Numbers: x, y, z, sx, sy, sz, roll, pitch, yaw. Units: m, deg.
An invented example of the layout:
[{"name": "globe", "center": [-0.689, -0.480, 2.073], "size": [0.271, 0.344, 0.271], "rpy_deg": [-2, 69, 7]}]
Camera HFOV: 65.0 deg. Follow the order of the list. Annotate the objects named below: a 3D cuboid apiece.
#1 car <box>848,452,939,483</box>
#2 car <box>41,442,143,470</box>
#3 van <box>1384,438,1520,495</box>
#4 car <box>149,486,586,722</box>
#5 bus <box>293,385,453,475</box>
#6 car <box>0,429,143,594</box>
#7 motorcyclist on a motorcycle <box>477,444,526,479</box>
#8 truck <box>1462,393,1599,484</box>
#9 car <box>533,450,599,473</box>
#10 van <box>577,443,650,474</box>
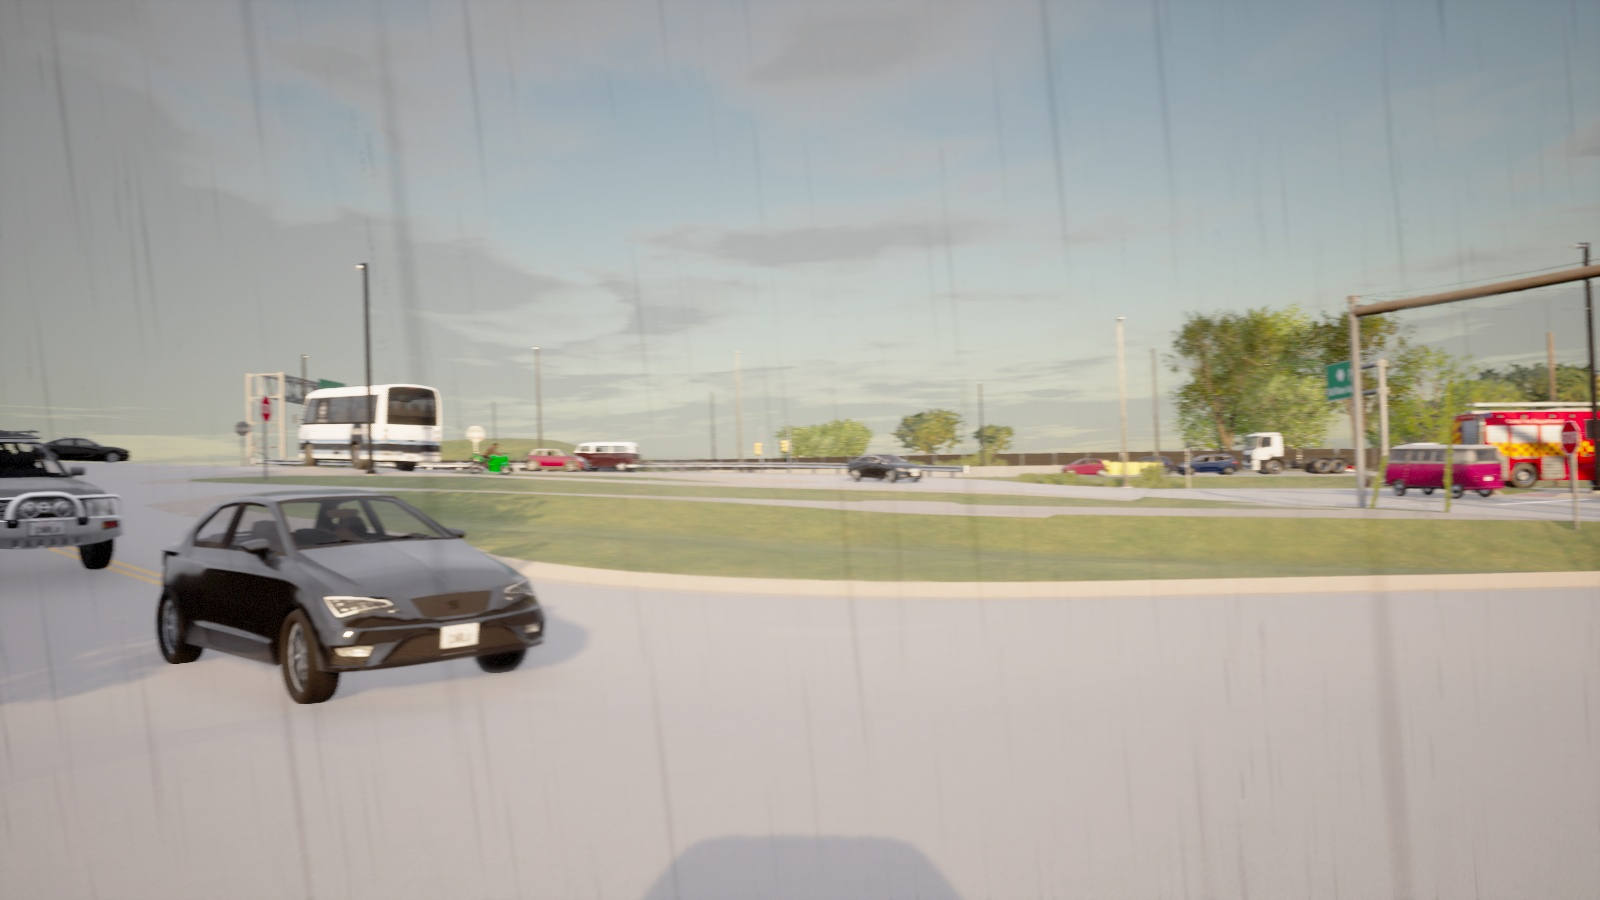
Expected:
[{"name": "car", "center": [4.953, 0.889, 67.244], "size": [2.128, 1.511, 4.902], "rpy_deg": [-2, 1, -36]}, {"name": "car", "center": [-40.520, 0.363, 72.025], "size": [5.008, 1.535, 1.882], "rpy_deg": [1, -2, -28]}, {"name": "van", "center": [24.475, 0.580, 47.315], "size": [1.775, 1.987, 4.442], "rpy_deg": [-2, 0, -21]}, {"name": "car", "center": [-3.738, 1.094, 10.398], "size": [1.816, 1.474, 4.193], "rpy_deg": [-2, -1, -43]}, {"name": "bus", "center": [-22.301, -0.927, 65.156], "size": [3.944, 4.253, 10.273], "rpy_deg": [2, -1, -43]}, {"name": "car", "center": [-11.185, 0.739, 17.734], "size": [4.605, 1.855, 1.932], "rpy_deg": [5, 4, 43]}, {"name": "motorcyclist on a motorcycle", "center": [-13.788, 0.528, 58.011], "size": [2.044, 1.523, 0.797], "rpy_deg": [2, -1, 2]}, {"name": "truck", "center": [34.004, -0.471, 54.953], "size": [8.468, 3.827, 2.891], "rpy_deg": [-1, -1, 1]}, {"name": "car", "center": [-15.088, 0.749, 81.095], "size": [3.806, 1.475, 1.970], "rpy_deg": [1, -1, 2]}, {"name": "van", "center": [-12.547, 0.577, 84.666], "size": [4.480, 2.038, 2.069], "rpy_deg": [0, -1, 10]}]
